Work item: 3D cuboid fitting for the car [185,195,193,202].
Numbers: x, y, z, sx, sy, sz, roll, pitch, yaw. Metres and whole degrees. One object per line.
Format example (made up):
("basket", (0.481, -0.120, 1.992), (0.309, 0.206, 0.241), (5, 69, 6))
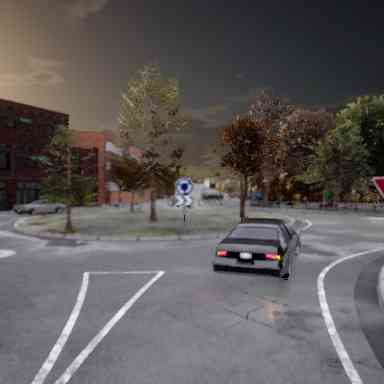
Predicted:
("car", (-0.673, 1.419, 76.115), (1.882, 1.535, 5.008), (0, 0, 1))

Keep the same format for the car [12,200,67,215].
("car", (-14.108, 1.374, 30.995), (1.895, 1.301, 4.718), (0, 0, 27))

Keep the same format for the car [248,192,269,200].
("car", (18.395, 1.256, 90.103), (4.553, 1.767, 2.185), (0, 1, 0))

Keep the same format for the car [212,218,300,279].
("car", (2.175, 1.514, 10.124), (2.033, 1.411, 5.357), (0, 1, 21))

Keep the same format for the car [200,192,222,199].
("car", (5.861, 1.133, 92.864), (5.566, 2.045, 2.435), (0, 0, 0))

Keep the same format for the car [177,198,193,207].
("car", (-1.202, 1.424, 47.902), (2.033, 1.411, 5.357), (0, 0, -3))
